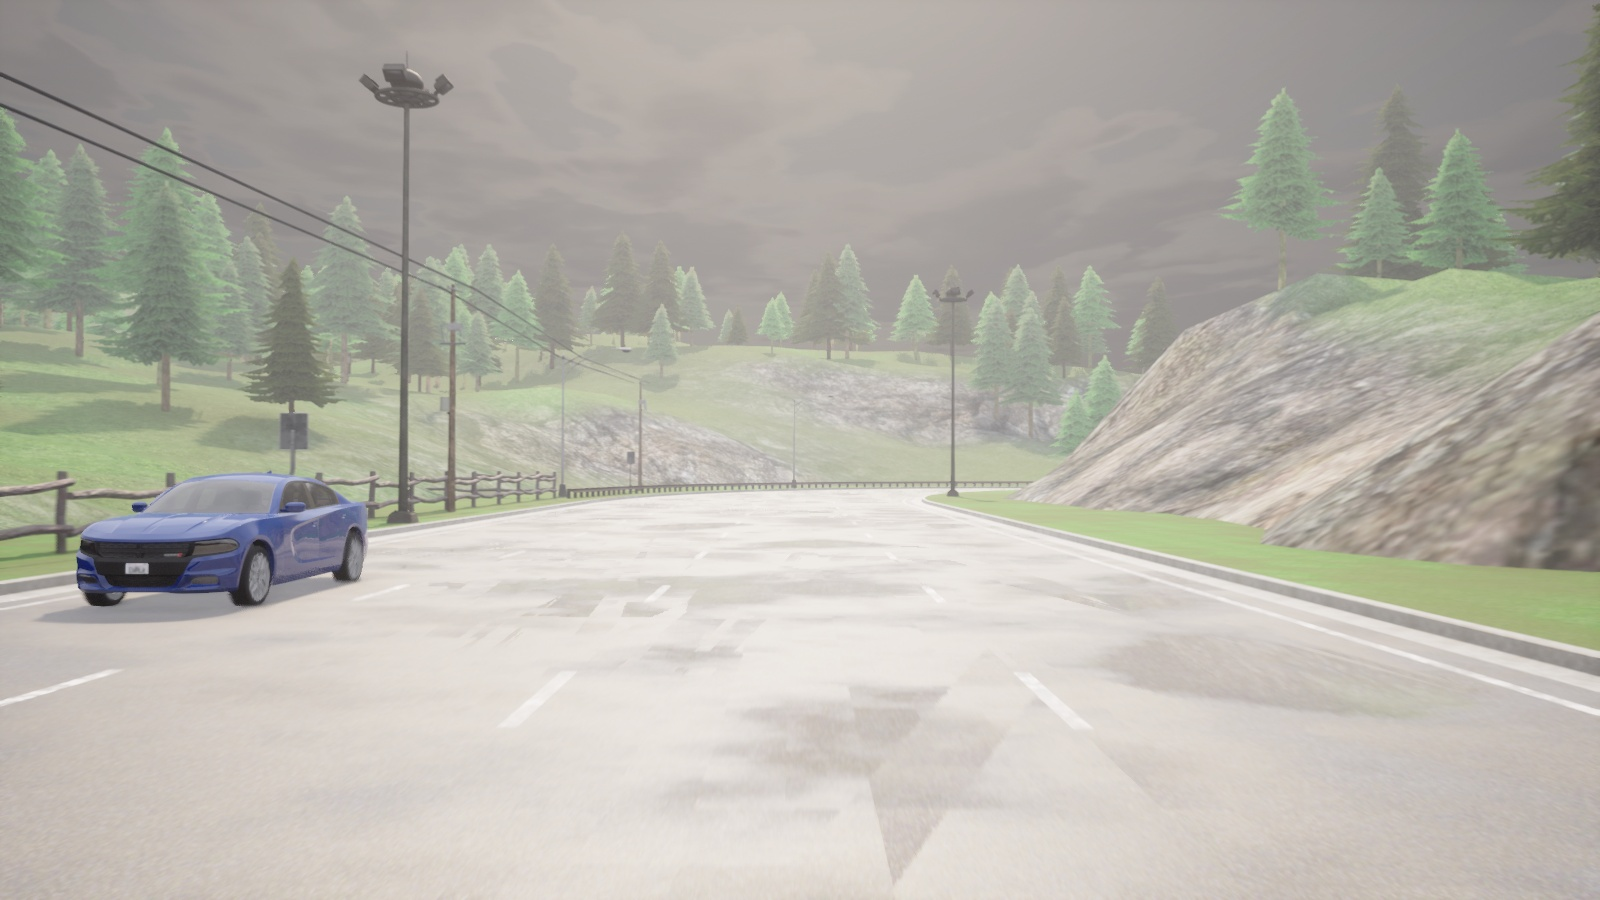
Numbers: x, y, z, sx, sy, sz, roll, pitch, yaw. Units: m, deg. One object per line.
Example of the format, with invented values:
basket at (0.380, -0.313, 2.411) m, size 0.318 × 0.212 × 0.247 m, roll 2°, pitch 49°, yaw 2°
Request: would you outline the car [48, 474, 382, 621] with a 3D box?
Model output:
car at (-7.038, 1.085, 15.827) m, size 1.882 × 1.535 × 5.008 m, roll 0°, pitch -1°, yaw 0°
